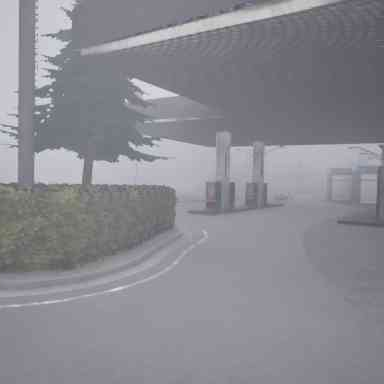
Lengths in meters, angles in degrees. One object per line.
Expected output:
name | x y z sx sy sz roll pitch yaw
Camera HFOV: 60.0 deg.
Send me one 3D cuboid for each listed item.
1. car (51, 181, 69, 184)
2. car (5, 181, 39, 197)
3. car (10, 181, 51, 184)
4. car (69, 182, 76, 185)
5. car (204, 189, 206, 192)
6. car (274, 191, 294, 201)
car | -26.771 -1.245 65.446 3.866 1.878 1.905 2 2 35
car | -21.756 -0.454 42.418 4.605 1.855 1.932 2 2 35
car | -17.223 -0.170 35.201 3.866 1.878 1.905 2 2 35
car | -25.433 -1.271 68.058 4.605 1.855 1.932 2 2 35
car | 4.893 -0.322 65.593 5.027 1.636 2.152 2 2 35
car | 13.758 0.522 49.605 1.812 1.442 4.674 2 2 35
